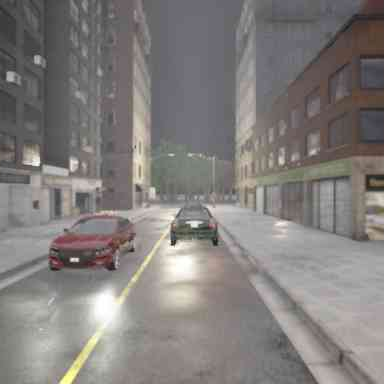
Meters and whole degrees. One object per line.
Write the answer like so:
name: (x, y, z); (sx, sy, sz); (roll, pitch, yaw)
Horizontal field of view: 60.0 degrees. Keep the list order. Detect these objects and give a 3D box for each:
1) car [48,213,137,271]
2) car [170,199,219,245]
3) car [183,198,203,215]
car: (-3.101, 1.530, 11.298); (1.882, 1.535, 5.008); (0, 0, 0)
car: (0.098, 1.426, 16.121); (2.097, 1.767, 4.553); (0, 0, 0)
car: (0.097, 1.522, 36.954); (2.097, 1.767, 4.553); (0, 0, 0)
